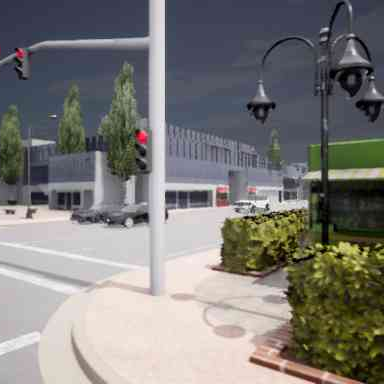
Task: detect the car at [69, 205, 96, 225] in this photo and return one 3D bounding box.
[{"bbox_3d":[-6.386,1.571,24.932,2.033,1.411,5.357,0,0,37],"label":"car"}]

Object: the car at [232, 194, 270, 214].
[{"bbox_3d":[6.597,1.240,36.357,2.150,2.045,5.566,0,0,37],"label":"car"}]

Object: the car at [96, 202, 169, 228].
[{"bbox_3d":[-3.708,1.497,22.671,1.882,1.535,5.008,0,0,37],"label":"car"}]

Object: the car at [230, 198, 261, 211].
[{"bbox_3d":[6.946,1.529,42.609,1.837,1.490,4.892,0,-1,37],"label":"car"}]
